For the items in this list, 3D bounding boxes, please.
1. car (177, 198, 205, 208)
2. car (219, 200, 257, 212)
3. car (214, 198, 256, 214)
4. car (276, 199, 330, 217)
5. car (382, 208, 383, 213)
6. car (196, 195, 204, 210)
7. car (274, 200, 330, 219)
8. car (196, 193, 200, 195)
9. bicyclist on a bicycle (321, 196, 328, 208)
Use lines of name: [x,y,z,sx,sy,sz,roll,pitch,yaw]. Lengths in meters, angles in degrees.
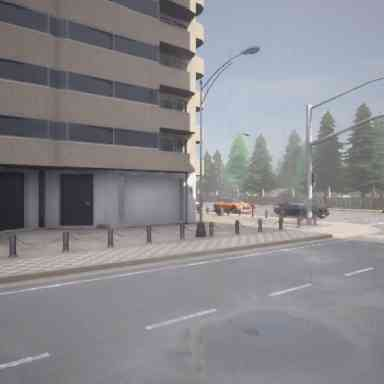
car: [-0.193,1.619,49.083,1.994,1.385,4.181,0,0,-36]
car: [5.609,1.656,41.020,1.895,1.301,4.718,0,0,-36]
car: [4.434,1.407,36.670,2.097,1.767,4.553,0,0,-36]
car: [11.075,1.533,33.444,1.882,1.535,5.008,0,0,-36]
car: [21.039,1.603,31.266,2.033,1.411,5.357,0,0,-43]
car: [-0.920,1.533,44.103,1.882,1.535,5.008,0,0,-36]
car: [9.650,1.656,29.438,1.895,1.301,4.718,0,0,-36]
car: [-0.060,1.277,61.097,2.150,2.045,5.566,0,0,-35]
bicyclist on a bicycle: [17.369,1.356,43.492,1.656,1.620,0.582,0,0,-36]
